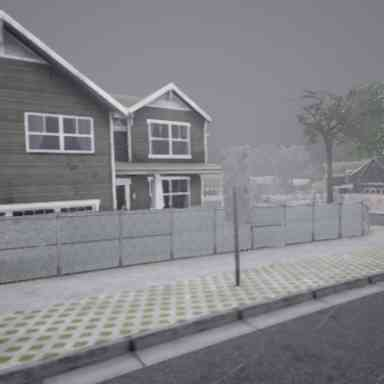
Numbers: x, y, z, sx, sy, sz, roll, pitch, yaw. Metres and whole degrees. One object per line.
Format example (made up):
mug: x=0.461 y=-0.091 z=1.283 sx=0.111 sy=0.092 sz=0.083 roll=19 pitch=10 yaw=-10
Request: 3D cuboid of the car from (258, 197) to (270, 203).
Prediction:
car: x=13.066 y=1.523 z=60.236 sx=1.994 sy=1.385 sz=4.181 roll=-2 pitch=0 yaw=12
